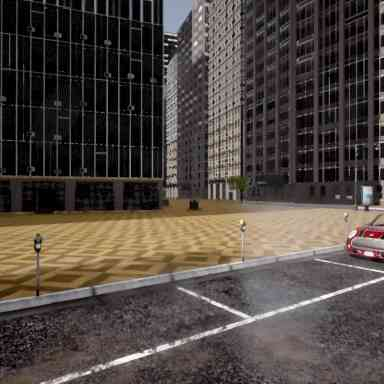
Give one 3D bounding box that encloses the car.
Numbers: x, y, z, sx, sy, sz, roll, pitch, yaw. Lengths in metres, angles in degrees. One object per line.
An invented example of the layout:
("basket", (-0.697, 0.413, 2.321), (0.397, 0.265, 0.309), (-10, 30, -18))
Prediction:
("car", (7.237, 1.438, 11.716), (4.097, 1.590, 1.967), (0, 0, -35))
